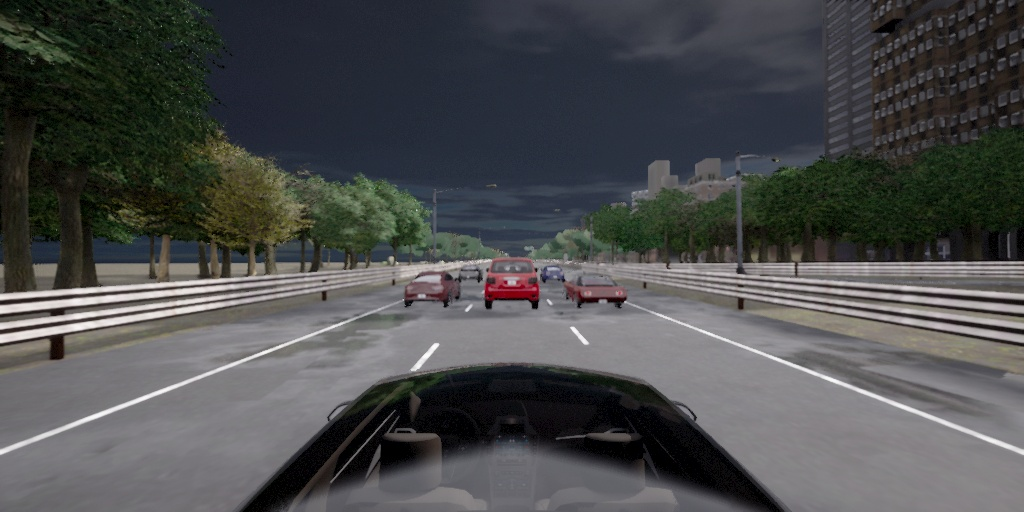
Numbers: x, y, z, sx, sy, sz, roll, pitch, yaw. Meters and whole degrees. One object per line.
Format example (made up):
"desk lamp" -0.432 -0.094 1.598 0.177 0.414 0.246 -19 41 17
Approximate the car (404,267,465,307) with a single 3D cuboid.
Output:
"car" -3.499 1.411 16.233 1.812 1.442 4.674 0 0 0

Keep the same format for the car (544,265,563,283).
"car" 3.496 1.544 31.243 1.812 1.442 4.674 0 0 0

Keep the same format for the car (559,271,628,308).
"car" 3.497 1.483 15.964 1.895 1.301 4.718 0 0 0

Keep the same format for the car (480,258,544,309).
"car" -0.004 1.098 15.856 2.150 2.045 5.566 0 0 0

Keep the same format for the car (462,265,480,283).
"car" -3.505 1.510 31.145 2.128 1.511 4.902 0 0 0
